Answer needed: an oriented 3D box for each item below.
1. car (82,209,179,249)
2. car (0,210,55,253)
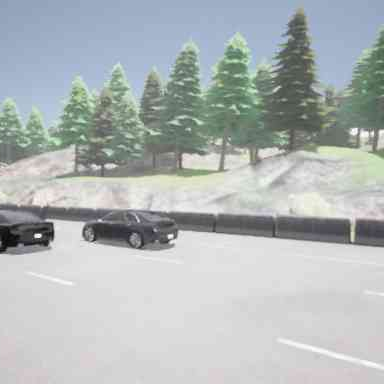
[{"bbox_3d":[-2.827,1.520,14.634,4.892,1.490,1.837,0,0,36],"label":"car"},{"bbox_3d":[-7.763,1.488,13.867,5.008,1.535,1.882,0,0,36],"label":"car"}]
